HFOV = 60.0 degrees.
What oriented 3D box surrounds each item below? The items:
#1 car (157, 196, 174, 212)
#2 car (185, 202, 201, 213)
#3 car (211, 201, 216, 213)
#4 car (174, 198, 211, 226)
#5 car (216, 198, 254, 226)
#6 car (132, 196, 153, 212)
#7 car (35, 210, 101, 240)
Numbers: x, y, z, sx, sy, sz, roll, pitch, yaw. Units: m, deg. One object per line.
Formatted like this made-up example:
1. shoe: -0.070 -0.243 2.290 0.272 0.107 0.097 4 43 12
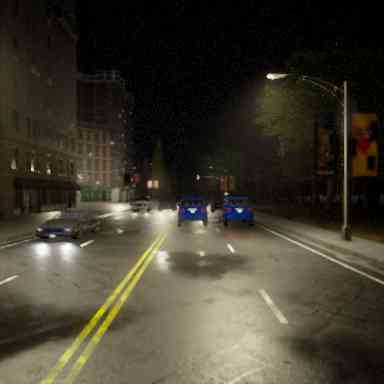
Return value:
1. car: -3.298 1.601 44.416 2.150 2.045 5.566 0 0 0
2. car: 0.129 1.970 42.870 1.895 1.301 4.718 0 0 0
3. car: 3.376 1.876 43.015 1.837 1.490 4.892 0 0 0
4. car: 0.081 1.446 25.396 2.150 2.045 5.566 0 0 1
5. car: 3.330 1.448 25.688 2.150 2.045 5.566 0 0 0
6. car: -6.547 1.601 44.426 2.150 2.045 5.566 0 0 0
7. car: -6.534 1.710 18.292 2.033 1.411 5.357 0 -1 1
